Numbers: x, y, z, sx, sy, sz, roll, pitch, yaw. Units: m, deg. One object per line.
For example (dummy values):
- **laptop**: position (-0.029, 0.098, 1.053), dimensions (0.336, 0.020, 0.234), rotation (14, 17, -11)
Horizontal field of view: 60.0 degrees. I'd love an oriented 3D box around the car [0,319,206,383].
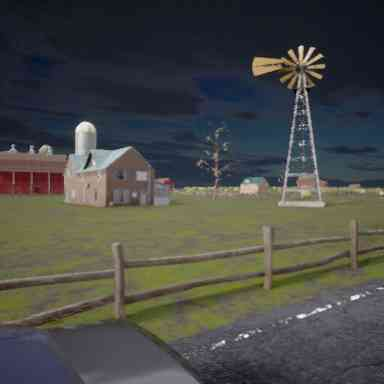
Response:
- **car**: position (-2.321, 1.546, 1.416), dimensions (5.357, 1.411, 2.033), rotation (0, 0, -36)
